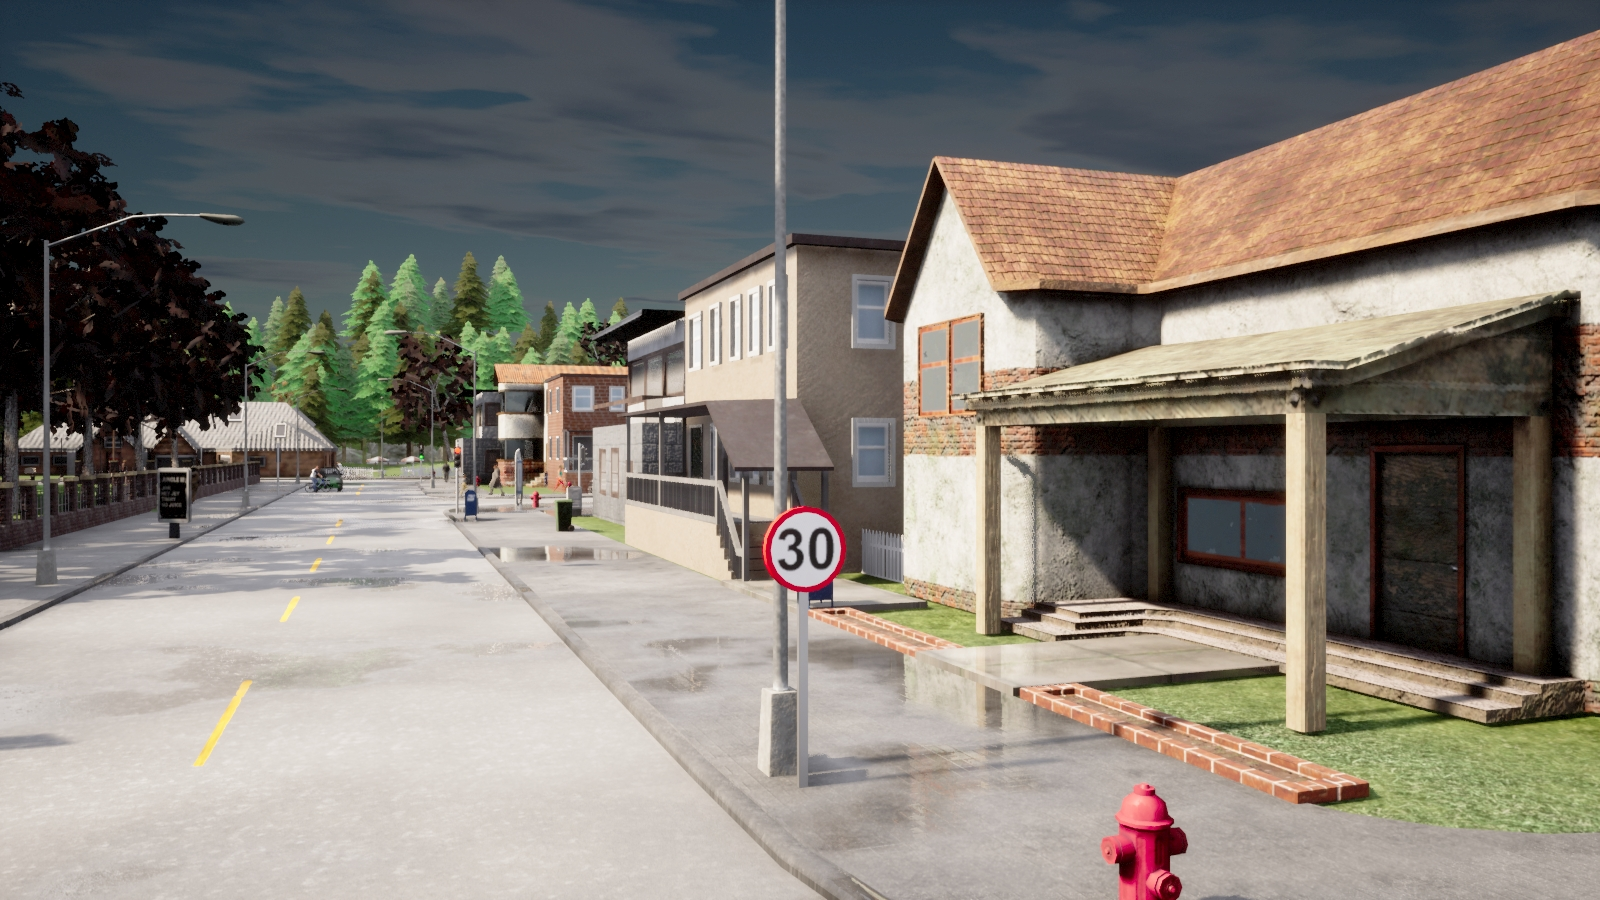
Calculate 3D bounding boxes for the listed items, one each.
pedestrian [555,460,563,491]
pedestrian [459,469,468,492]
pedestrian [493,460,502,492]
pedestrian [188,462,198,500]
[{"bbox_3d":[-14.558,1.516,69.095,0.375,1.860,0.375,0,0,5],"label":"pedestrian"},{"bbox_3d":[-19.768,1.797,67.171,0.375,1.300,0.375,0,0,3],"label":"pedestrian"},{"bbox_3d":[-17.514,1.516,66.111,0.375,1.860,0.375,0,0,9],"label":"pedestrian"},{"bbox_3d":[-30.200,1.525,56.819,0.375,1.860,0.375,0,0,-20],"label":"pedestrian"}]
